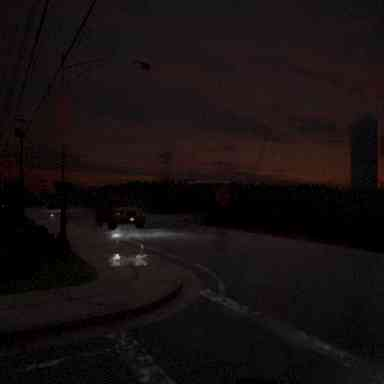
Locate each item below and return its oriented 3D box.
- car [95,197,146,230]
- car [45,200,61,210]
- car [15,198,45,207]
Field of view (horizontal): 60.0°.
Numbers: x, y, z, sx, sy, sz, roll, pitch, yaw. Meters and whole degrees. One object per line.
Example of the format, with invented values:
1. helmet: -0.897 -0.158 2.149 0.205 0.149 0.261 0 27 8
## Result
1. car: -5.150 1.384 23.288 2.150 2.045 5.566 1 -1 -30
2. car: -19.456 1.882 47.815 1.812 1.442 4.674 1 -1 -30
3. car: -28.764 1.851 59.211 5.008 1.535 1.882 1 -1 -14
